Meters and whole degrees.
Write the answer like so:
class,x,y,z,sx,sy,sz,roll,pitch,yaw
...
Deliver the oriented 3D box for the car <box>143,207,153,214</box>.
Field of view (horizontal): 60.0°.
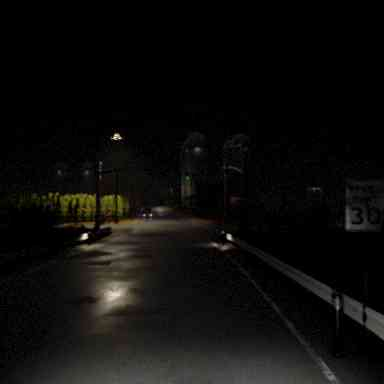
class,x,y,z,sx,sy,sz,roll,pitch,yaw
car,-10.124,4.246,75.984,1.837,1.490,4.892,0,-2,-8
